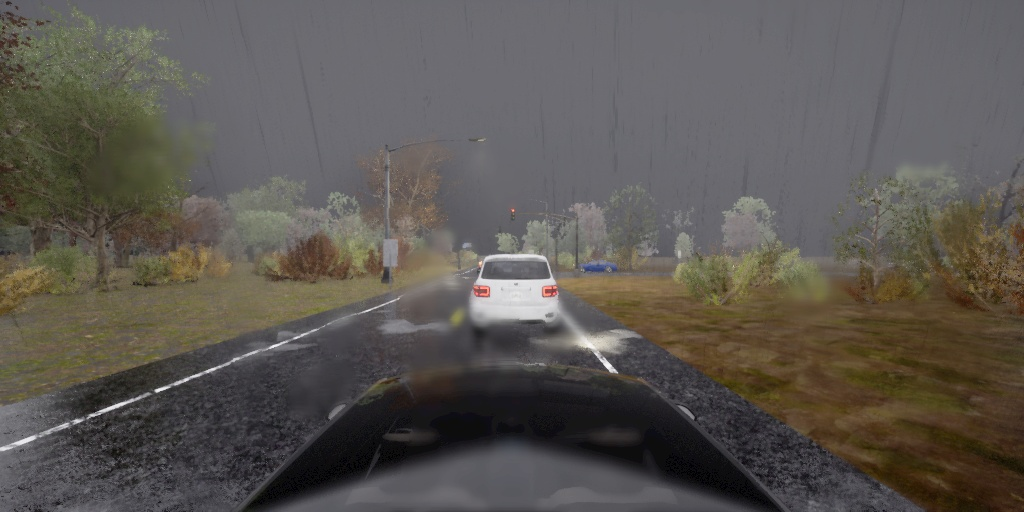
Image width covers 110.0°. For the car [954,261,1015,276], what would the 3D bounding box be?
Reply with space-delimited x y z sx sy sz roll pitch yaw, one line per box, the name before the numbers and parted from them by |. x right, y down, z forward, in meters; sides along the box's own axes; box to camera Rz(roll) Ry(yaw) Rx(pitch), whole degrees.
car | 49.073 1.279 37.107 4.902 1.511 2.128 0 0 5

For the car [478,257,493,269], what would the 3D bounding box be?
car | -4.205 1.104 57.563 2.097 1.767 4.553 0 0 -2

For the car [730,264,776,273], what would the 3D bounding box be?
car | 27.862 1.261 41.428 4.902 1.511 2.128 0 0 2

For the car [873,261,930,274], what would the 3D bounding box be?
car | 44.059 1.258 40.618 5.008 1.535 1.882 0 0 4

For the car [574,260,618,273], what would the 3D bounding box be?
car | 9.841 1.234 42.206 5.008 1.535 1.882 0 0 9

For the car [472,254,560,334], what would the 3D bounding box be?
car | 0.088 0.971 10.744 2.150 2.045 5.566 0 0 0
